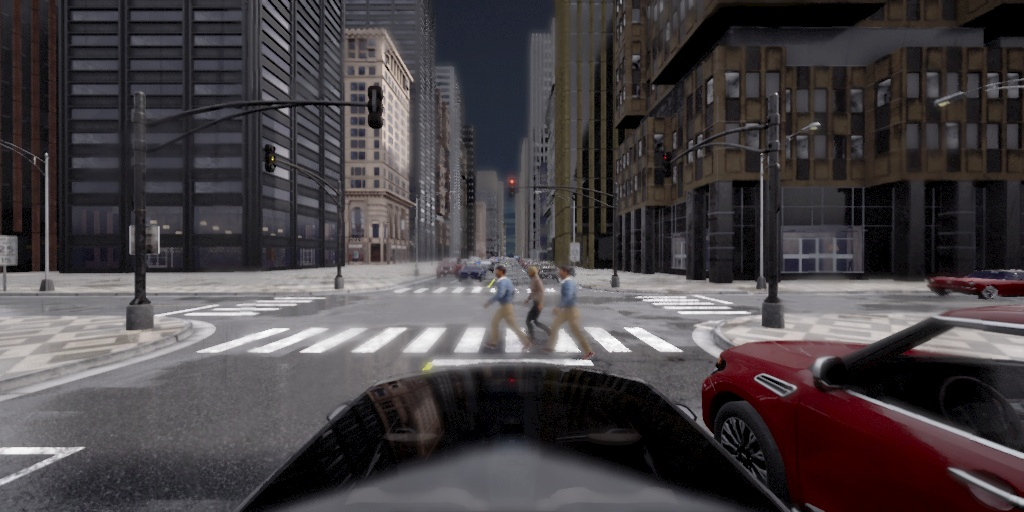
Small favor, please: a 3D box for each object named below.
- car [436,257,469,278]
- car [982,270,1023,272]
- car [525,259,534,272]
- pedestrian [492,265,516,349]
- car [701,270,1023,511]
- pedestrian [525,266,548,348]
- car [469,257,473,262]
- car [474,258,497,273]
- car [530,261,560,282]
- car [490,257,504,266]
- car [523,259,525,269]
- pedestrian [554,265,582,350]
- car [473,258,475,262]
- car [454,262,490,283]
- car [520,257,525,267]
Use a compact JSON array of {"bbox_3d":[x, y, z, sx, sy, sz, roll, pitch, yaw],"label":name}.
[{"bbox_3d":[-5.756,1.061,33.844,2.192,1.841,5.009,0,0,0],"label":"car"},{"bbox_3d":[22.250,1.292,16.429,4.718,1.301,1.895,0,0,0],"label":"car"},{"bbox_3d":[2.770,1.297,39.493,2.007,1.370,4.403,0,0,0],"label":"car"},{"bbox_3d":[-0.160,1.042,7.484,0.375,1.860,0.375,0,0,0],"label":"pedestrian"},{"bbox_3d":[2.763,1.065,1.238,2.192,1.841,5.009,0,0,0],"label":"car"},{"bbox_3d":[0.546,1.042,8.084,0.375,1.860,0.375,0,0,0],"label":"pedestrian"},{"bbox_3d":[-5.755,1.186,39.486,1.967,1.591,4.097,0,0,0],"label":"car"},{"bbox_3d":[-3.088,1.272,42.472,1.812,1.442,4.674,0,0,0],"label":"car"},{"bbox_3d":[2.768,1.296,28.211,2.007,1.370,4.403,0,0,0],"label":"car"},{"bbox_3d":[-2.988,1.298,62.914,2.033,1.411,5.357,0,0,0],"label":"car"},{"bbox_3d":[2.772,1.292,45.133,1.888,1.381,4.507,0,0,0],"label":"car"},{"bbox_3d":[1.070,1.043,6.876,0.375,1.860,0.375,0,0,0],"label":"pedestrian"},{"bbox_3d":[-5.754,1.312,45.127,1.948,1.339,4.313,0,0,0],"label":"car"},{"bbox_3d":[-3.094,1.347,28.469,1.895,1.301,4.718,0,0,0],"label":"car"},{"bbox_3d":[2.774,1.188,56.414,1.967,1.591,4.097,0,0,0],"label":"car"}]
